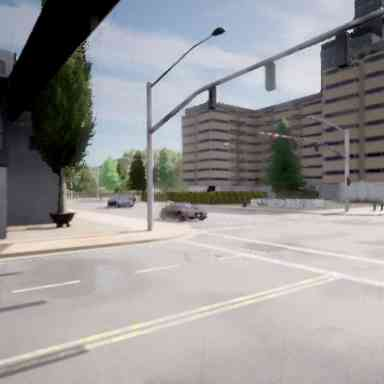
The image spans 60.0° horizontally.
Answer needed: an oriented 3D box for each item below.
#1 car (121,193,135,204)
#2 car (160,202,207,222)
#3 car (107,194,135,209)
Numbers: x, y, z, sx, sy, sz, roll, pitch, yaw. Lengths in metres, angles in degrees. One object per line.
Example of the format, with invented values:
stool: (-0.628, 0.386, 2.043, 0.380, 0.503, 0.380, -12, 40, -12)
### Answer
car: (-12.168, 1.153, 63.504, 2.097, 1.767, 4.553, -4, 2, -7)
car: (-0.686, 1.480, 25.280, 1.994, 1.385, 4.181, 0, 0, -36)
car: (-9.275, 1.249, 43.018, 2.097, 1.767, 4.553, 0, 0, -35)
